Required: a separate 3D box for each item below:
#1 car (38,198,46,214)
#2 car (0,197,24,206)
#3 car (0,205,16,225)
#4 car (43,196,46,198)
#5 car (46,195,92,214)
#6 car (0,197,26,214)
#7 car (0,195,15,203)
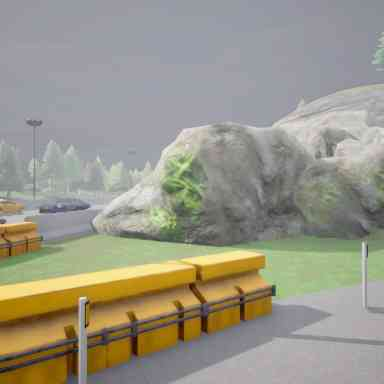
[{"bbox_3d":[-14.470,1.565,35.874,1.994,1.385,4.181,0,0,11],"label":"car"},{"bbox_3d":[-31.613,1.601,57.703,1.895,1.301,4.718,0,0,12],"label":"car"},{"bbox_3d":[-11.364,1.547,15.862,2.033,1.411,5.357,0,0,11],"label":"car"},{"bbox_3d":[-24.583,1.352,57.110,2.097,1.767,4.553,0,0,12],"label":"car"},{"bbox_3d":[-11.611,1.353,32.347,2.097,1.767,4.553,0,0,11],"label":"car"},{"bbox_3d":[-18.643,1.477,32.886,1.882,1.535,5.008,0,0,11],"label":"car"},{"bbox_3d":[-34.684,1.243,60.076,2.128,1.511,4.902,0,0,11],"label":"car"}]
